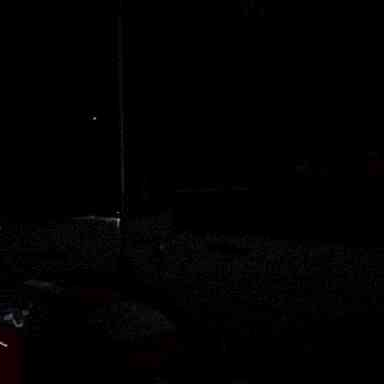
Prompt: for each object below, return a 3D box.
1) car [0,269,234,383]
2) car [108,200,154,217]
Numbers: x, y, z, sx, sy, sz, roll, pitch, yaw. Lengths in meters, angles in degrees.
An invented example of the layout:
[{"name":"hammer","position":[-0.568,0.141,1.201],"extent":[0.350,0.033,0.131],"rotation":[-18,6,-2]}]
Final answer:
[{"name":"car","position":[-1.535,1.606,3.931],"extent":[4.206,1.307,1.802],"rotation":[0,-1,36]},{"name":"car","position":[-5.573,1.488,30.986],"extent":[1.837,1.490,4.892],"rotation":[-2,-1,36]}]
